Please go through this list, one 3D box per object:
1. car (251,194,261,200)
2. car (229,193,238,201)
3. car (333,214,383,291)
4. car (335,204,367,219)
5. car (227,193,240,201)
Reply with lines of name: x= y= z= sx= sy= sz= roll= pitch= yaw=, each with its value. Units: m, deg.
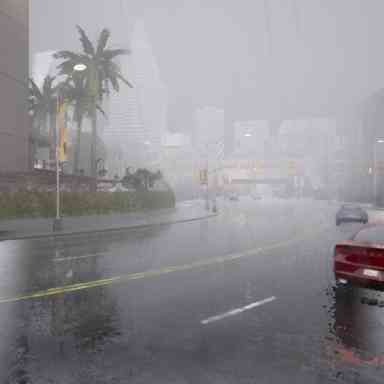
car: x=17.719 y=1.414 z=90.104 sx=1.882 sy=1.535 sz=5.008 roll=0 pitch=0 yaw=7
car: x=10.797 y=1.289 z=87.333 sx=2.185 sy=1.767 sz=4.553 roll=0 pitch=0 yaw=7
car: x=5.294 y=1.474 z=8.428 sx=1.882 sy=1.535 sz=5.008 roll=0 pitch=0 yaw=44
car: x=11.324 y=1.550 z=23.781 sx=1.994 sy=1.385 sz=4.181 roll=0 pitch=0 yaw=23
car: x=10.165 y=1.419 z=80.938 sx=2.097 sy=1.535 sz=5.008 roll=0 pitch=0 yaw=7
